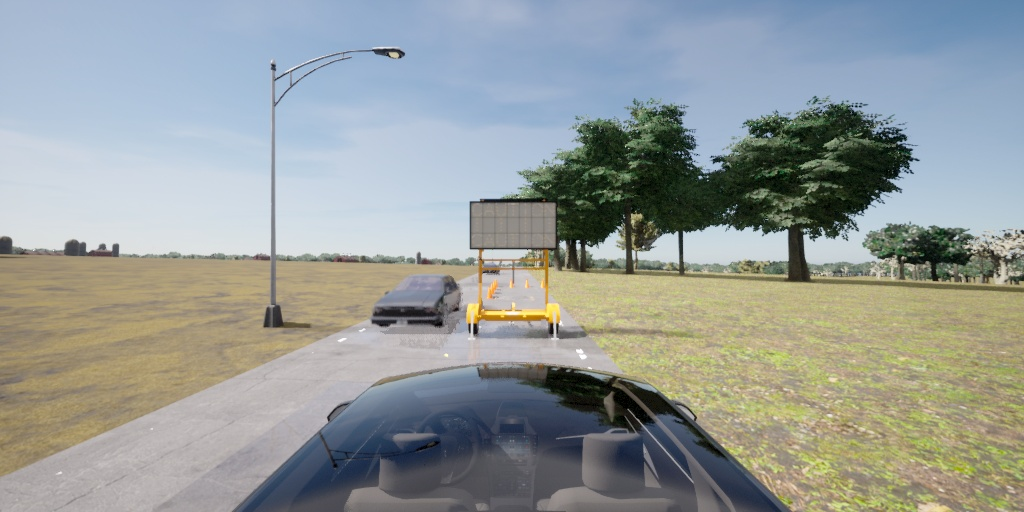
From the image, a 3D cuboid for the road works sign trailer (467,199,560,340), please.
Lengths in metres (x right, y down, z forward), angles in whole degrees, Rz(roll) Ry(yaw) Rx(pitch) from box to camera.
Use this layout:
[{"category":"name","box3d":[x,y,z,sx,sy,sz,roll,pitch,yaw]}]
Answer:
[{"category":"road works sign trailer","box3d":[0.041,0.224,9.963,2.380,3.560,2.880,0,0,0]}]

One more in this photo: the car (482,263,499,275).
[{"category":"car","box3d":[-2.487,1.439,40.713,1.994,1.385,4.181,0,0,0]}]

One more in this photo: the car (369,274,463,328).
[{"category":"car","box3d":[-2.780,1.310,11.760,2.033,1.411,5.357,0,0,0]}]
